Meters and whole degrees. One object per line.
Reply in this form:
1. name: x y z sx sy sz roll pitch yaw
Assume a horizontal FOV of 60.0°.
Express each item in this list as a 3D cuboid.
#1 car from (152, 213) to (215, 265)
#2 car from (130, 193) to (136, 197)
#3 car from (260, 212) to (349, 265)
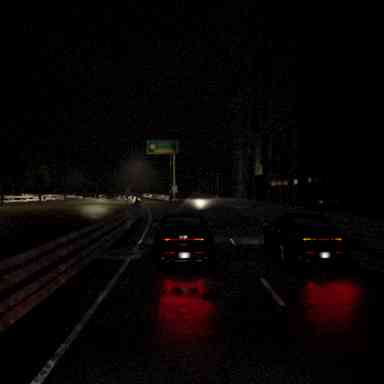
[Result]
1. car: -0.322 1.478 11.546 1.837 1.490 4.892 0 0 -3
2. car: -15.759 1.072 87.405 1.882 1.535 5.008 0 0 -15
3. car: 3.659 1.474 11.538 1.837 1.490 4.892 0 0 0
